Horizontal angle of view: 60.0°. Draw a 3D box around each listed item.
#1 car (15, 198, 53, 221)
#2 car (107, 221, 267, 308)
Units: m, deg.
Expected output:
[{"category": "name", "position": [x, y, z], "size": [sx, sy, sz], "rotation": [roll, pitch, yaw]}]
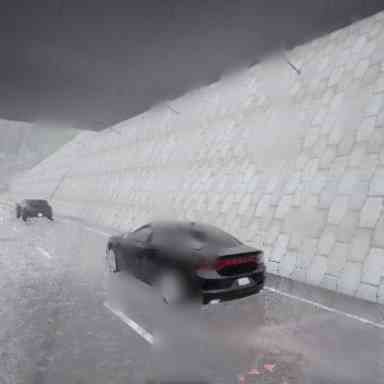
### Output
[{"category": "car", "position": [-11.426, 1.222, 24.008], "size": [1.837, 1.490, 4.892], "rotation": [1, 0, -35]}, {"category": "car", "position": [-0.461, 1.434, 8.052], "size": [1.882, 1.535, 5.008], "rotation": [1, 0, -34]}]
